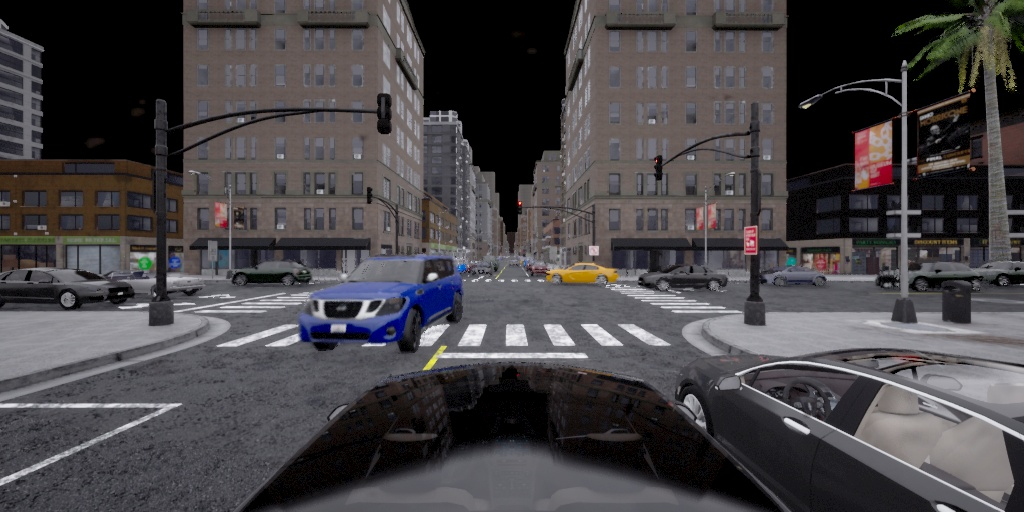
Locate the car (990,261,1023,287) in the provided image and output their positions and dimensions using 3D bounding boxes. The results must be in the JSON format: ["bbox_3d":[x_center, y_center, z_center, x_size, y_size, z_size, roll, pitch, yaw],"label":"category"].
[{"bbox_3d":[33.471,1.152,24.421,4.553,1.767,2.097,0,0,0],"label":"car"}]

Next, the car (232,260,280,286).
[{"bbox_3d":[-16.103,1.069,24.149,4.553,1.767,2.097,0,0,0],"label":"car"}]

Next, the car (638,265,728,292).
[{"bbox_3d":[9.953,1.267,21.049,4.892,1.490,1.837,0,0,0],"label":"car"}]

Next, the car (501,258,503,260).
[{"bbox_3d":[-2.878,1.354,56.717,1.895,1.301,4.718,0,0,0],"label":"car"}]

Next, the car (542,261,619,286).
[{"bbox_3d":[4.939,1.229,25.363,5.008,1.535,1.882,0,1,16],"label":"car"}]

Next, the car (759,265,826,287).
[{"bbox_3d":[18.690,1.337,24.348,4.181,1.385,1.994,0,0,0],"label":"car"}]

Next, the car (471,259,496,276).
[{"bbox_3d":[-2.970,1.316,36.657,1.994,1.385,4.181,0,0,0],"label":"car"}]

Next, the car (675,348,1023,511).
[{"bbox_3d":[2.668,1.300,2.334,2.007,1.370,4.403,0,0,0],"label":"car"}]

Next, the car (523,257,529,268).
[{"bbox_3d":[2.847,1.193,48.322,1.967,1.591,4.097,0,0,0],"label":"car"}]

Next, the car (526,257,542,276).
[{"bbox_3d":[2.800,1.192,36.984,1.967,1.591,4.097,0,0,0],"label":"car"}]

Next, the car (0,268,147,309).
[{"bbox_3d":[-17.945,1.232,14.189,4.892,1.490,1.837,0,0,0],"label":"car"}]

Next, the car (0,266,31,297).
[{"bbox_3d":[-26.893,1.235,17.389,4.674,1.442,1.812,0,0,0],"label":"car"}]

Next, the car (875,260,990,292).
[{"bbox_3d":[24.370,1.139,21.127,4.553,1.767,2.097,0,0,0],"label":"car"}]

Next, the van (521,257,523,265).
[{"bbox_3d":[2.893,1.094,59.661,1.690,1.789,3.998,0,0,0],"label":"van"}]

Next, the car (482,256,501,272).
[{"bbox_3d":[-2.927,0.970,45.960,2.150,2.045,5.566,0,1,0],"label":"car"}]

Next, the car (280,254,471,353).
[{"bbox_3d":[-2.853,0.973,9.303,2.150,2.045,5.566,-1,0,7],"label":"car"}]

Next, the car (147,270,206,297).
[{"bbox_3d":[-17.906,1.324,17.438,4.718,1.301,1.895,0,0,0],"label":"car"}]
